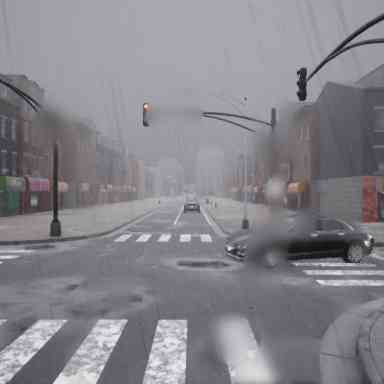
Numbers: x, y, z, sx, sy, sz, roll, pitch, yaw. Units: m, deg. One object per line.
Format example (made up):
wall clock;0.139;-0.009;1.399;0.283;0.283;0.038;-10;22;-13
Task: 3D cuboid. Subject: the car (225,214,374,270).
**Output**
car;3.499;1.517;10.868;4.892;1.490;1.837;0;0;-15

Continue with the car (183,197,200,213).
car;-0.012;1.563;36.712;1.947;1.339;4.313;0;0;0

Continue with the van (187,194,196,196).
van;-0.073;1.341;53.529;1.690;1.788;3.998;0;0;0

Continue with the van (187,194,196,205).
van;-0.093;1.344;59.135;1.690;1.788;3.998;0;0;0

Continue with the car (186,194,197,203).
car;-0.132;1.326;70.345;2.192;1.841;5.009;0;0;0

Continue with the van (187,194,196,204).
van;-0.112;1.348;64.740;1.690;1.788;3.998;0;0;0
